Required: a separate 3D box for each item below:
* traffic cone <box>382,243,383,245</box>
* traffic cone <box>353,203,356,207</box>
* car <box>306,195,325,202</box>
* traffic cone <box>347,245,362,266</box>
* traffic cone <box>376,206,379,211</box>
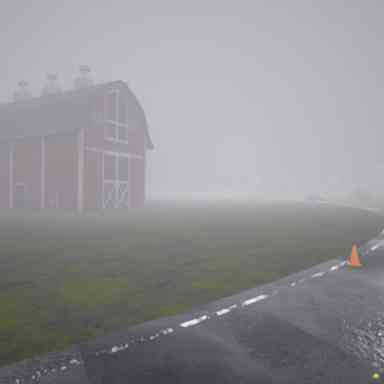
[{"bbox_3d":[8.063,1.876,13.701,0.340,0.580,0.340,0,0,39],"label":"traffic cone"},{"bbox_3d":[21.634,1.655,44.175,0.340,0.580,0.340,0,0,9],"label":"traffic cone"},{"bbox_3d":[23.741,1.175,63.848,1.994,1.385,4.181,1,0,-10],"label":"car"},{"bbox_3d":[4.912,1.902,10.057,0.340,0.580,0.340,0,0,43],"label":"traffic cone"},{"bbox_3d":[19.390,1.722,34.812,0.340,0.580,0.340,0,1,18],"label":"traffic cone"}]
